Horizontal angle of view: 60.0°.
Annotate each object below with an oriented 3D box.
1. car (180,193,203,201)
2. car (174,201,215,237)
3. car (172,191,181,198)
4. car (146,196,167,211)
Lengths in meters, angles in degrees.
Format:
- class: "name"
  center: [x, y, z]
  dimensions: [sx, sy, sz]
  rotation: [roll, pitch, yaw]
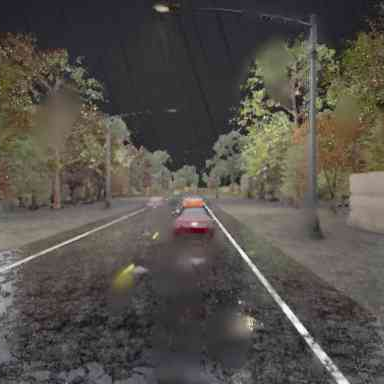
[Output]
- class: "car"
  center: [0.117, 0.978, 35.332]
  dimensions: [2.097, 1.767, 4.553]
  rotation: [0, 1, 0]
- class: "car"
  center: [0.109, 1.391, 17.026]
  dimensions: [1.994, 1.385, 4.181]
  rotation: [0, 1, 0]
- class: "car"
  center: [-3.463, 0.426, 74.370]
  dimensions: [2.128, 1.511, 4.902]
  rotation: [0, 1, 0]
- class: "car"
  center: [-3.573, 1.164, 34.235]
  dimensions: [1.812, 1.442, 4.674]
  rotation: [0, 1, 0]
